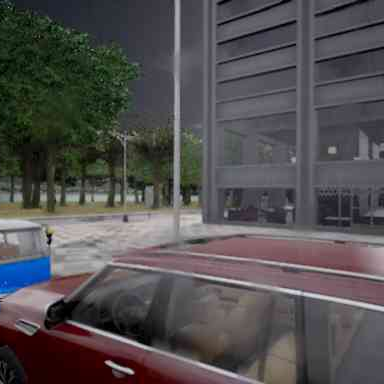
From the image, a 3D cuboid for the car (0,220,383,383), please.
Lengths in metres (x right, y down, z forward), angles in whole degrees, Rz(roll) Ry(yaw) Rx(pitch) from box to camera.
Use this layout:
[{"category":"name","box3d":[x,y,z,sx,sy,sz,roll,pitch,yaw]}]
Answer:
[{"category":"car","box3d":[0.173,1.310,2.836,5.009,1.841,2.192,0,0,35]}]

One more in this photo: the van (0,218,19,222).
[{"category":"van","box3d":[-4.259,1.319,5.986,3.998,1.788,1.690,0,0,35]}]
